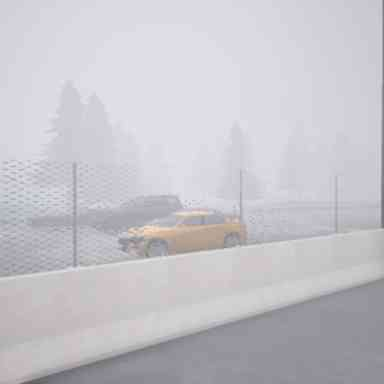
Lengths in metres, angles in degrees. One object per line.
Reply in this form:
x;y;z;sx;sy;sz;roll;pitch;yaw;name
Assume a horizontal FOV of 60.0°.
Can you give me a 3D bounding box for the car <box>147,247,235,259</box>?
-0.240;1.447;12.141;5.008;1.535;1.882;0;0;-33;car
